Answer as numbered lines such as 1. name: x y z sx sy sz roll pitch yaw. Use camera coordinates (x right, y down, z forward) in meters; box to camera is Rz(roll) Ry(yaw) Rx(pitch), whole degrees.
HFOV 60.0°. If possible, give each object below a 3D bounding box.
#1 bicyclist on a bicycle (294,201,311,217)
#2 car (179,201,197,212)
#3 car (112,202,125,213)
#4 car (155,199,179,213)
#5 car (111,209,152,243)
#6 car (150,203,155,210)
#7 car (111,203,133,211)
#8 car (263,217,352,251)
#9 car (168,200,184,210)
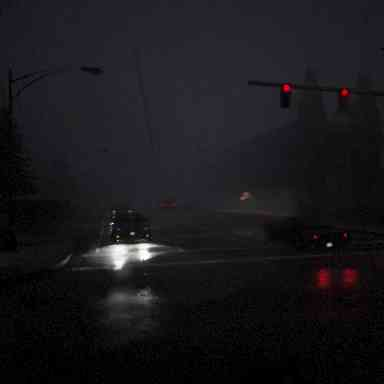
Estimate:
1. bicyclist on a bicycle: 9.517 1.638 28.755 1.656 1.620 0.582 -1 -1 -14
2. car: -0.660 2.298 51.939 1.882 1.535 5.008 0 -1 -13
3. car: -11.877 2.461 53.352 1.882 1.535 5.008 0 -1 -14
4. car: -3.884 2.056 50.384 2.150 2.045 5.566 -1 -1 -11
5. car: -3.358 1.895 18.316 1.994 1.385 4.181 0 -1 -13
6. car: -6.485 2.628 60.736 1.895 1.301 4.718 0 -1 -14
7. car: -7.144 1.968 33.758 2.097 1.767 4.553 0 -1 -14
8. car: 4.900 1.781 15.030 1.895 1.301 4.718 0 -1 -10
9. car: -3.076 2.350 61.520 2.097 1.767 4.553 0 -1 -14
